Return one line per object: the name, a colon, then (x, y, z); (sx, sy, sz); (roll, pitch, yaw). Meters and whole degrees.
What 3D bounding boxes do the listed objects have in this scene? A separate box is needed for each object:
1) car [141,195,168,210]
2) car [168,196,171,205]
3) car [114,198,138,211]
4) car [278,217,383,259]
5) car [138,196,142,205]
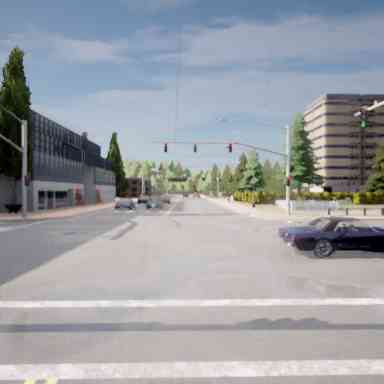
car: (-4.484, 1.396, 40.585); (2.128, 1.511, 4.902); (0, 0, -1)
car: (-4.756, 1.342, 57.813); (1.882, 1.535, 5.008); (0, 0, -1)
car: (-7.971, 1.432, 39.797); (1.812, 1.442, 4.674); (0, 0, -1)
car: (5.670, 1.573, 11.966); (4.718, 1.301, 1.895); (0, 0, -2)
car: (-8.248, 1.343, 57.217); (1.882, 1.535, 5.008); (0, 0, -1)
